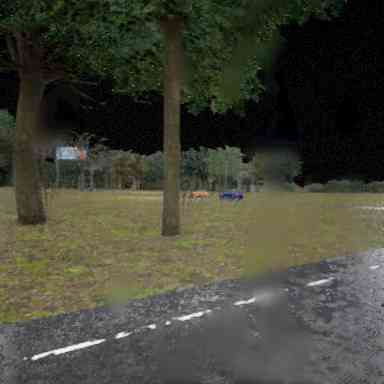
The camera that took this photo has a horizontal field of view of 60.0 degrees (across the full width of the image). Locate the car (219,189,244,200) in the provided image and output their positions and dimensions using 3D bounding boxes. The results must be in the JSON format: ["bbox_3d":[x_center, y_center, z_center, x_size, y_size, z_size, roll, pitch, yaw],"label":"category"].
[{"bbox_3d":[7.666,0.524,64.625,2.150,2.045,5.566,2,0,-35],"label":"car"}]

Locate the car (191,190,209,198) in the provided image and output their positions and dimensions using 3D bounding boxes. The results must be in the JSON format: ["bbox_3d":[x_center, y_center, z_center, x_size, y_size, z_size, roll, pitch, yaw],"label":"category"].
[{"bbox_3d":[1.687,0.324,73.081,2.097,1.767,4.553,2,0,-35],"label":"car"}]
